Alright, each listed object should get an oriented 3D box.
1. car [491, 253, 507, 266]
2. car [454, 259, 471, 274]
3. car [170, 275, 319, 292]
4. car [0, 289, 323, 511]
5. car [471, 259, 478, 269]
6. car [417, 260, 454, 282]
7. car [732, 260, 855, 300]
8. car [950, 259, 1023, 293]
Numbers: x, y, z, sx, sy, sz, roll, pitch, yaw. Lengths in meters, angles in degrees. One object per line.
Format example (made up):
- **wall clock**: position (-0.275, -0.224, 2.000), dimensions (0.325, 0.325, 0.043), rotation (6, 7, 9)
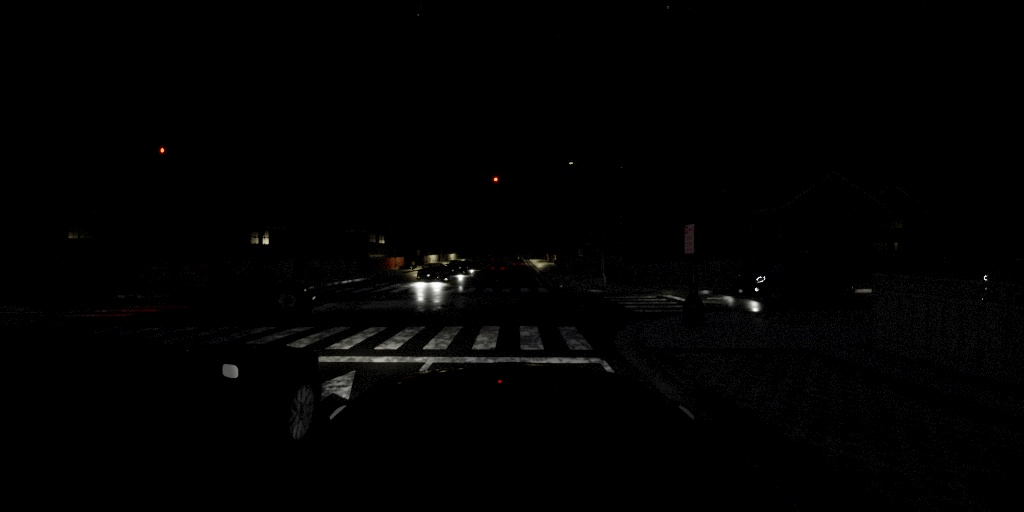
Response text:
- **car**: position (-2.192, 0.583, 58.506), dimensions (2.150, 2.045, 5.566), rotation (0, 1, 1)
- **car**: position (-5.975, 1.167, 38.764), dimensions (1.812, 1.442, 4.674), rotation (0, 0, 1)
- **car**: position (-10.360, 1.428, 14.369), dimensions (4.718, 1.301, 1.895), rotation (0, 0, -11)
- **car**: position (-3.153, 1.228, 2.180), dimensions (1.882, 1.535, 5.008), rotation (0, 0, 1)
- **car**: position (-5.780, 1.062, 49.407), dimensions (2.033, 1.411, 5.357), rotation (0, 1, 2)
- **car**: position (-6.144, 1.252, 28.471), dimensions (1.994, 1.385, 4.181), rotation (0, 0, 1)
- **car**: position (12.642, 0.995, 16.342), dimensions (4.553, 1.767, 2.097), rotation (0, 0, -1)
- **car**: position (22.716, 0.915, 16.446), dimensions (4.553, 1.767, 2.097), rotation (0, 0, 0)
